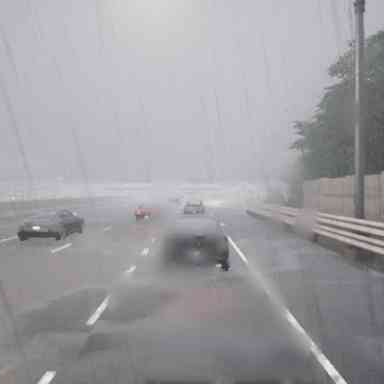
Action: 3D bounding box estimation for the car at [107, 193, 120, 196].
[{"bbox_3d":[-20.883,1.321,90.244,1.882,1.535,5.008,0,0,0],"label":"car"}]

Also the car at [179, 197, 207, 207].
[{"bbox_3d":[0.282,1.482,30.250,2.128,1.511,4.902,0,0,2],"label":"car"}]

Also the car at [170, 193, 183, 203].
[{"bbox_3d":[-3.310,1.459,66.440,1.882,1.535,5.008,0,0,0],"label":"car"}]

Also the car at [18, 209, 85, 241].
[{"bbox_3d":[-6.870,1.557,16.696,1.994,1.385,4.181,0,0,0],"label":"car"}]

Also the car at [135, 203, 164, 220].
[{"bbox_3d":[-3.423,1.592,27.541,1.895,1.301,4.718,0,0,0],"label":"car"}]

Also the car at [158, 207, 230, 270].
[{"bbox_3d":[0.114,1.474,11.051,1.882,1.535,5.008,0,0,0],"label":"car"}]

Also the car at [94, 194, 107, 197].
[{"bbox_3d":[-24.383,1.366,90.210,1.812,1.442,4.674,0,0,0],"label":"car"}]

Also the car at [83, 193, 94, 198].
[{"bbox_3d":[-27.883,1.196,90.207,2.097,1.767,4.553,0,0,0],"label":"car"}]
